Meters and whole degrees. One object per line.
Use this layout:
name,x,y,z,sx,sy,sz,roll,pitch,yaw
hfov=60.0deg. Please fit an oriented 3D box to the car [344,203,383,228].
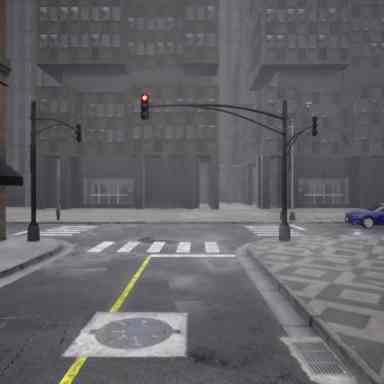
car,12.369,1.457,21.162,5.008,1.535,1.882,0,0,1

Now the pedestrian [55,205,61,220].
pedestrian,-9.825,1.532,24.453,0.500,1.100,0.500,0,0,1
